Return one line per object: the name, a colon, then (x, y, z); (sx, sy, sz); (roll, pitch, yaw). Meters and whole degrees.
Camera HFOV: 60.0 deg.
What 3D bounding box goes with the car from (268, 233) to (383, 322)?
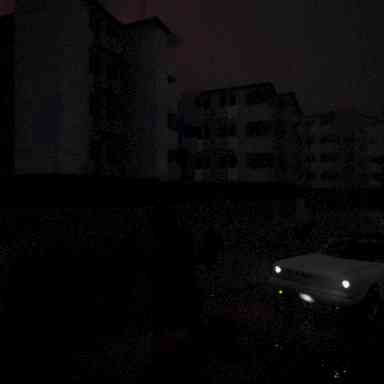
car: (3.907, 1.661, 7.517); (4.718, 1.301, 1.895); (0, -1, -37)
